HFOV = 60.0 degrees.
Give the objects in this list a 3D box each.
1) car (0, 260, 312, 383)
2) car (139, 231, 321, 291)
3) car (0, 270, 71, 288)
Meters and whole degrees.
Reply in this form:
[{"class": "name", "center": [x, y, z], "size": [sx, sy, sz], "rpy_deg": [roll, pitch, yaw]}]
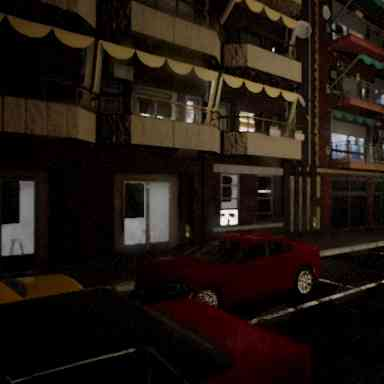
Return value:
[{"class": "car", "center": [-1.291, 1.604, 2.457], "size": [4.718, 1.301, 1.895], "rpy_deg": [1, 0, -35]}, {"class": "car", "center": [0.946, 1.587, 7.231], "size": [4.507, 1.381, 1.887], "rpy_deg": [1, -1, -35]}, {"class": "car", "center": [-3.695, 1.521, 3.930], "size": [4.829, 1.417, 1.752], "rpy_deg": [1, -1, -35]}]
